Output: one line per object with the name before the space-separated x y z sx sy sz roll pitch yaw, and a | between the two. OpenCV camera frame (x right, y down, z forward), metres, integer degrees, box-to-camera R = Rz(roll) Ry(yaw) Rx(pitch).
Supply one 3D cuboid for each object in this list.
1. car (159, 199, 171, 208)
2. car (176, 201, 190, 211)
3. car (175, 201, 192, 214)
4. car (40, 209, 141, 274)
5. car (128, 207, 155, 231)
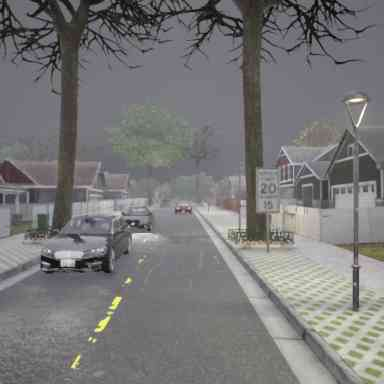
car | -4.402 1.937 55.345 1.837 1.490 4.892 0 -1 -2
car | -1.311 1.935 48.229 1.895 1.301 4.718 0 -1 -1
car | -0.988 1.818 38.180 1.895 1.301 4.718 0 -1 -1
car | -3.132 1.502 10.677 2.128 1.511 4.902 0 0 -2
car | -3.411 1.632 20.646 1.994 1.385 4.181 0 0 -2
